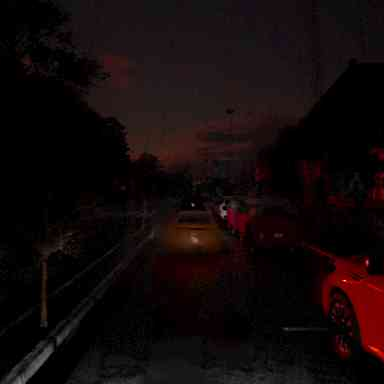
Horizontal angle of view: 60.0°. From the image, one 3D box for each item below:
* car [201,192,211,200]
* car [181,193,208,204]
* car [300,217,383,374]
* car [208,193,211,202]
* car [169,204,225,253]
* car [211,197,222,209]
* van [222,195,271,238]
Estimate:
[{"bbox_3d":[2.915,0.886,71.657,1.882,1.535,5.008,0,2,0],"label":"car"},{"bbox_3d":[0.093,1.252,32.257,2.150,2.045,5.566,0,0,0],"label":"car"},{"bbox_3d":[3.050,1.235,2.723,2.435,2.045,5.566,0,0,0],"label":"car"},{"bbox_3d":[2.916,1.299,63.804,1.837,1.490,4.892,0,2,0],"label":"car"},{"bbox_3d":[0.090,1.503,13.872,1.882,1.535,5.008,0,0,0],"label":"car"},{"bbox_3d":[3.046,1.261,24.909,2.435,2.045,5.566,0,0,0],"label":"car"},{"bbox_3d":[3.048,1.285,19.451,1.878,1.987,4.442,0,0,0],"label":"van"}]
